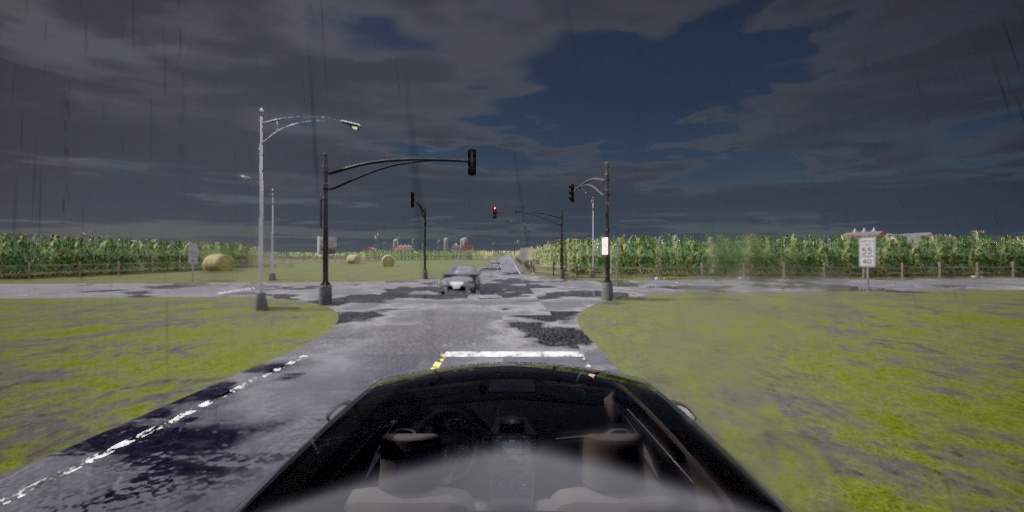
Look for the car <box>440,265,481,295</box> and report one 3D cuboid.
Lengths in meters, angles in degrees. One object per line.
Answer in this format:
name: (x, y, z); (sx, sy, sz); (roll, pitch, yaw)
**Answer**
car: (-2.738, 1.248, 19.789); (2.128, 1.511, 4.902); (0, 0, -1)
